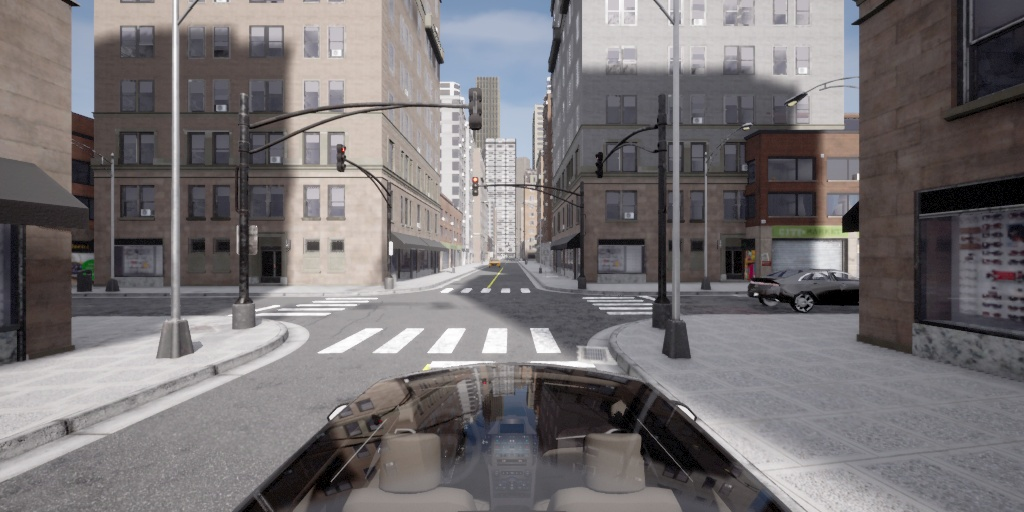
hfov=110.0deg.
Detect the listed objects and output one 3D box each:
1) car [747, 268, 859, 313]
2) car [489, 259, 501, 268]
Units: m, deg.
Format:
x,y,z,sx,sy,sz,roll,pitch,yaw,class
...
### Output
x,y,z,sx,sy,sz,roll,pitch,yaw,class
11.427,1.209,13.225,4.902,1.511,2.128,0,0,0,car
-2.998,1.208,62.908,1.882,1.535,5.008,0,0,0,car
